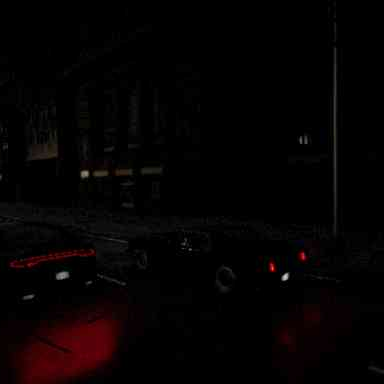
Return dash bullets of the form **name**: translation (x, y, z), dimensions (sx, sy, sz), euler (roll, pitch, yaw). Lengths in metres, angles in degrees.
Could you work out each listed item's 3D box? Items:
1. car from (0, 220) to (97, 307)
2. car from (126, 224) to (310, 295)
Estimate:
- **car**: translation (-4.222, 1.429, 8.028), dimensions (5.008, 1.535, 1.882), euler (0, 1, 44)
- **car**: translation (0.344, 1.472, 8.463), dimensions (4.718, 1.301, 1.895), euler (0, 1, 44)
